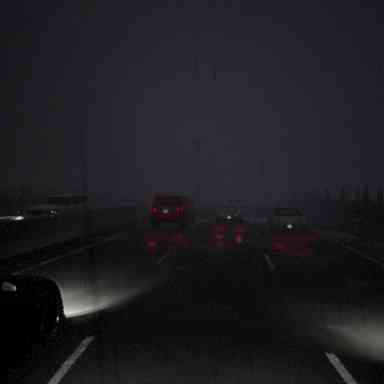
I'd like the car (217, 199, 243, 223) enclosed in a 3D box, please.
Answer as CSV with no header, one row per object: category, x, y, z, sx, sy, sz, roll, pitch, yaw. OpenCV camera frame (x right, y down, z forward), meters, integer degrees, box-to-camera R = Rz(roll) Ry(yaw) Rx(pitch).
car,2.895,1.528,25.392,1.812,1.442,4.674,0,0,8

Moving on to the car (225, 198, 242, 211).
car,5.312,1.555,42.637,2.033,1.411,5.357,0,0,8

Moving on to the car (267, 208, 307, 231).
car,5.782,1.625,20.825,1.895,1.301,4.718,0,0,8

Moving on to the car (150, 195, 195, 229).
car,-1.143,1.200,21.824,2.150,2.045,5.566,0,0,8

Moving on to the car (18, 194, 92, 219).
car,-8.446,1.152,21.553,2.150,2.045,5.566,0,0,8

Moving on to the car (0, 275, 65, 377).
car,-3.112,1.541,3.723,1.994,1.385,4.181,0,0,2
